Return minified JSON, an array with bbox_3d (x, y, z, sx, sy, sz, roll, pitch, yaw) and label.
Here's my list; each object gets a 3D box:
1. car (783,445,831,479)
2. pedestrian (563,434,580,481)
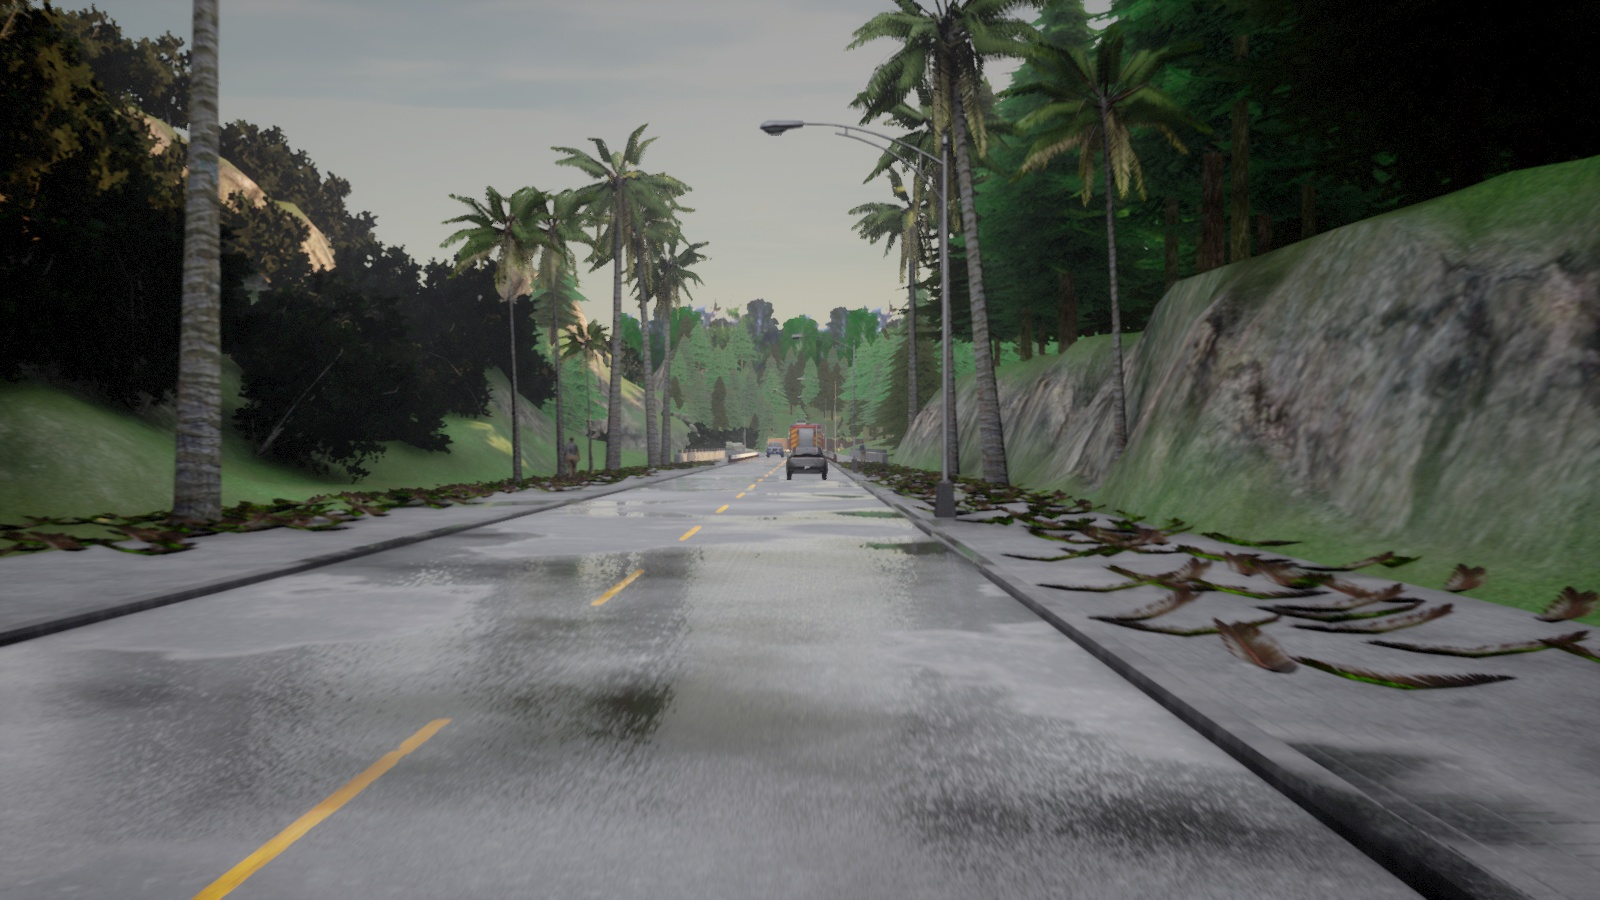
[{"bbox_3d":[0.314,0.527,57.752,2.128,1.511,4.902,0,0,0],"label":"car"},{"bbox_3d":[-9.076,0.291,49.857,0.540,1.848,0.694,0,0,-2],"label":"pedestrian"}]
